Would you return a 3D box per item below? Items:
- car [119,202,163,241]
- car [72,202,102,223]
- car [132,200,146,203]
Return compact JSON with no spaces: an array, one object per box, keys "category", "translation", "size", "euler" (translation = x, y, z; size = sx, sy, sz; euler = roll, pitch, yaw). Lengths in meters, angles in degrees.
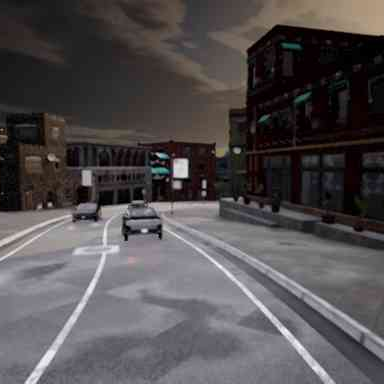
[{"category":"car","translation":[-2.636,1.507,17.026],"size":[2.128,1.511,4.902],"euler":[-1,0,-13]},{"category":"car","translation":[-8.426,1.603,26.995],"size":[1.882,1.535,5.008],"euler":[-1,0,-9]},{"category":"car","translation":[-5.522,1.604,35.220],"size":[1.837,1.490,4.892],"euler":[-1,0,-3]}]
